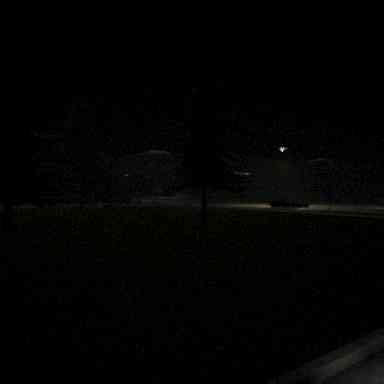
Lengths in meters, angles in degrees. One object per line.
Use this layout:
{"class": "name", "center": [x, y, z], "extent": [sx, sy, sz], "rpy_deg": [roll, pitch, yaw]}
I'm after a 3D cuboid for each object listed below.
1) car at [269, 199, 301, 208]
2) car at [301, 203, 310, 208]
{"class": "car", "center": [15.728, 2.006, 57.703], "extent": [1.882, 1.535, 5.008], "rpy_deg": [1, 0, -35]}
{"class": "car", "center": [18.613, 2.177, 59.682], "extent": [1.895, 1.301, 4.718], "rpy_deg": [1, 0, -35]}
